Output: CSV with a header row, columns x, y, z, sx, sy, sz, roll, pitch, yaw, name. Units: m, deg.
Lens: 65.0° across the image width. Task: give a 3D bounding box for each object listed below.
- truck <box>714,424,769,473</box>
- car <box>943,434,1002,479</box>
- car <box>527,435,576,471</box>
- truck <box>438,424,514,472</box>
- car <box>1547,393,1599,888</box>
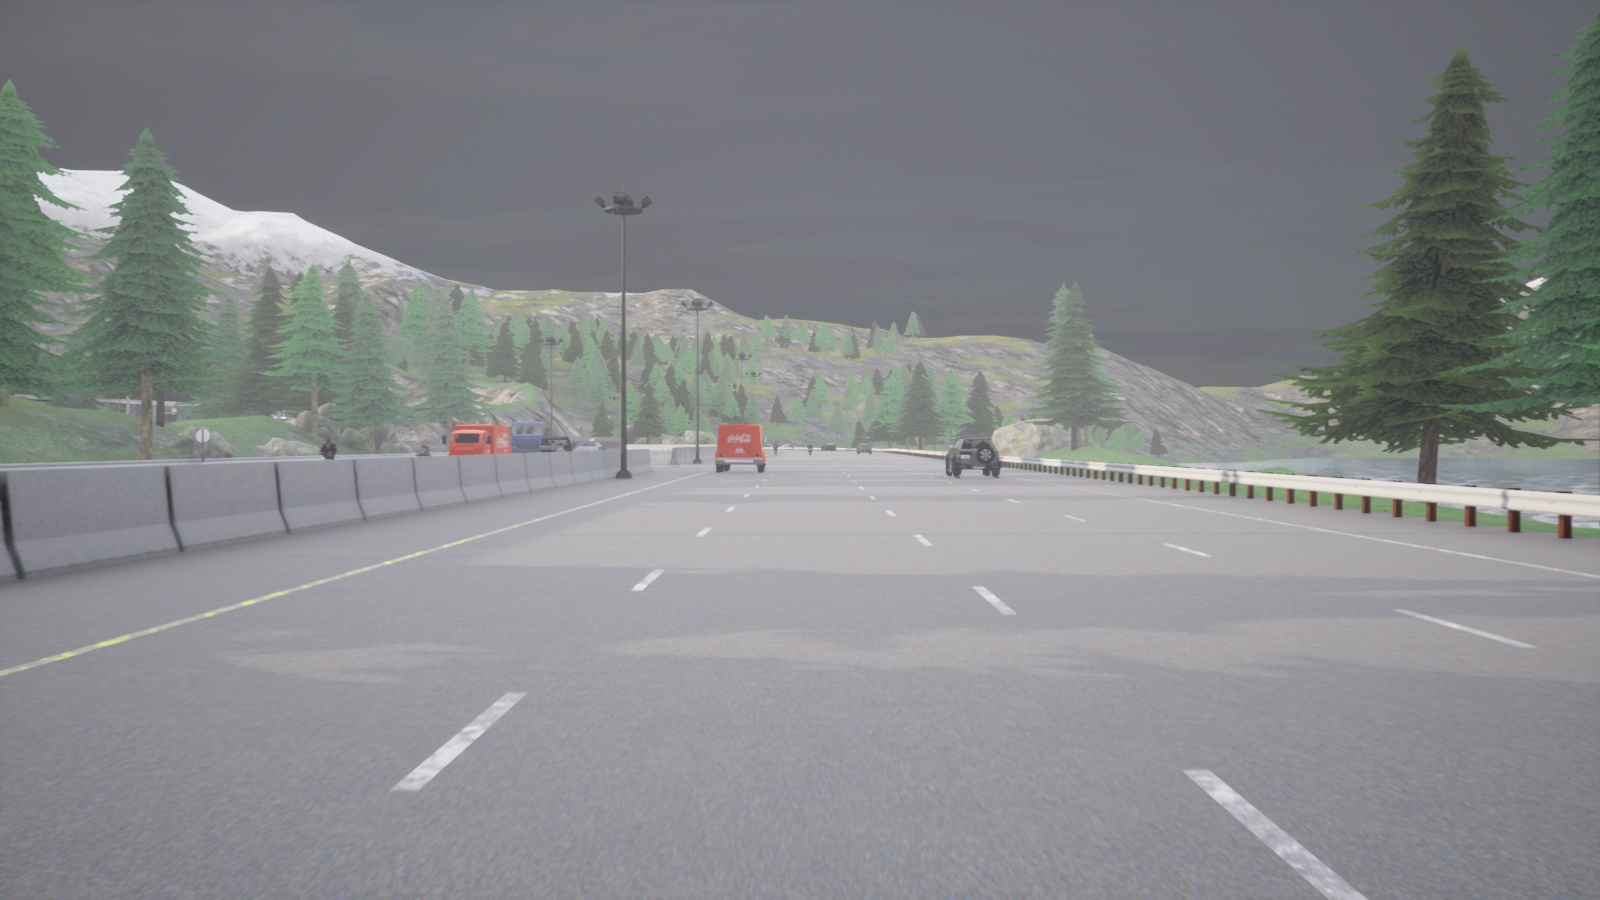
x,y,z,sx,sy,sz,roll,pitch,yaw,name
-3.010,-0.111,65.721,2.627,2.467,5.204,0,0,0,truck
7.389,0.264,54.150,1.932,1.855,4.605,0,0,0,car
-13.488,0.146,68.336,1.905,1.878,3.866,0,0,0,car
-17.007,-0.130,66.159,2.627,2.467,5.204,0,1,0,truck
3.530,0.634,2.393,1.851,1.617,3.988,0,0,0,car
